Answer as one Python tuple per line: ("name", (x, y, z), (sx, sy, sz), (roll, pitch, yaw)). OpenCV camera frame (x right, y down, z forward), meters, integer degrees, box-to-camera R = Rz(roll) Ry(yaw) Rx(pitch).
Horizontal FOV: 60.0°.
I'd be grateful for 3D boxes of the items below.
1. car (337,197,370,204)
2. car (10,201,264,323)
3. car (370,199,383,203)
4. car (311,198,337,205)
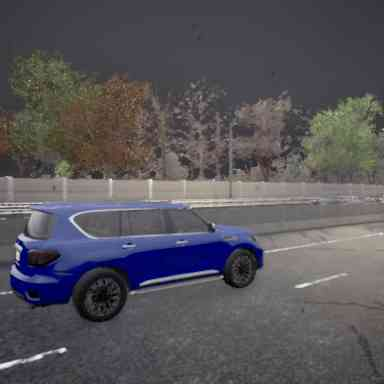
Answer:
("car", (20.011, 1.354, 39.760), (4.902, 1.511, 2.128), (0, 0, -35))
("car", (-0.884, 1.209, 7.416), (5.566, 2.045, 2.150), (0, 0, -36))
("car", (22.410, 1.338, 37.173), (5.008, 1.535, 1.882), (0, 0, -35))
("car", (17.234, 1.413, 42.082), (5.357, 1.411, 2.033), (0, 0, -35))
